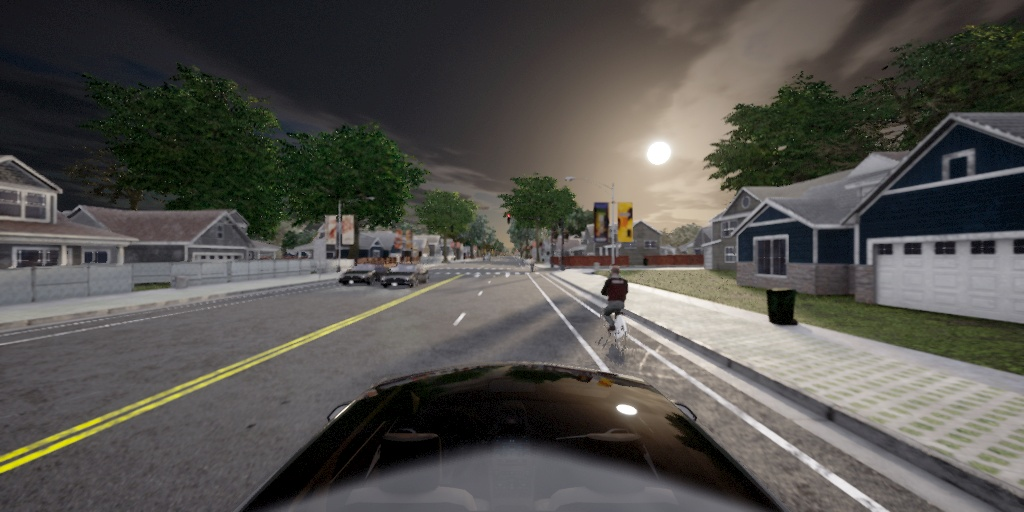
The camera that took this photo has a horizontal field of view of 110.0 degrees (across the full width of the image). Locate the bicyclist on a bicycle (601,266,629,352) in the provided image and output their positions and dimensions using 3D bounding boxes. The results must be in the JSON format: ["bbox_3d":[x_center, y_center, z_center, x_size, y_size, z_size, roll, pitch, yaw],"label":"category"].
[{"bbox_3d":[2.241,1.094,7.974,0.659,1.776,1.843,0,0,0],"label":"bicyclist on a bicycle"}]

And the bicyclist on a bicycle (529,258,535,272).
[{"bbox_3d":[2.302,1.022,40.949,0.866,1.612,1.509,0,0,-1],"label":"bicyclist on a bicycle"}]

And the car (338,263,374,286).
[{"bbox_3d":[-9.835,1.203,24.611,2.033,1.411,5.357,0,0,0],"label":"car"}]

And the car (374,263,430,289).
[{"bbox_3d":[-6.592,1.210,22.788,2.033,1.411,5.357,0,0,0],"label":"car"}]
